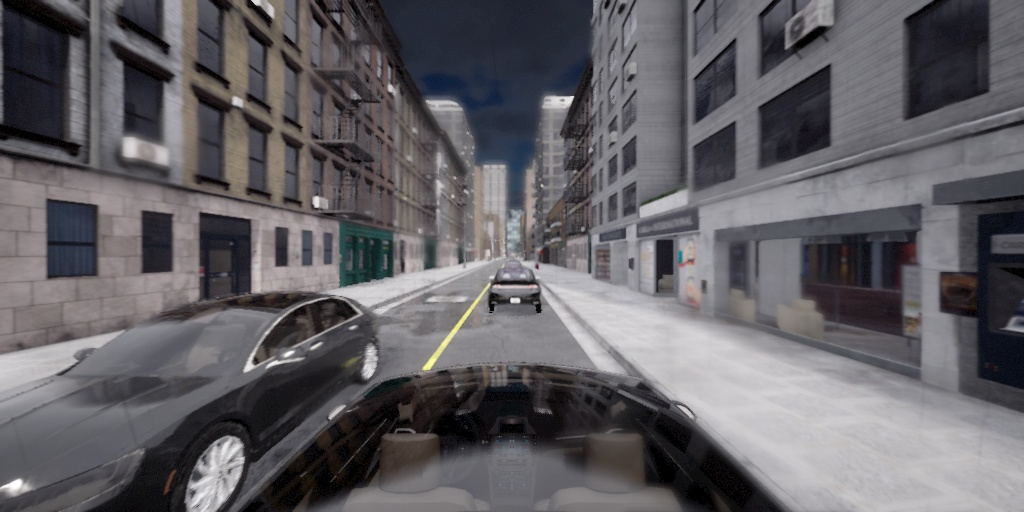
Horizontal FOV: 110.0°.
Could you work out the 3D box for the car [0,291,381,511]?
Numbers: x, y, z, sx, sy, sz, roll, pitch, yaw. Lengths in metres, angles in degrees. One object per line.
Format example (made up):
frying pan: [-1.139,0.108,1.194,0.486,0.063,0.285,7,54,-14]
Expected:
car: [-3.100,1.241,4.149,1.837,1.490,4.892,0,0,0]

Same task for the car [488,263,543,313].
car: [0.105,1.177,13.707,2.128,1.511,4.902,0,0,0]

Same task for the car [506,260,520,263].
car: [0.111,1.128,34.578,2.033,1.411,5.357,0,0,0]
